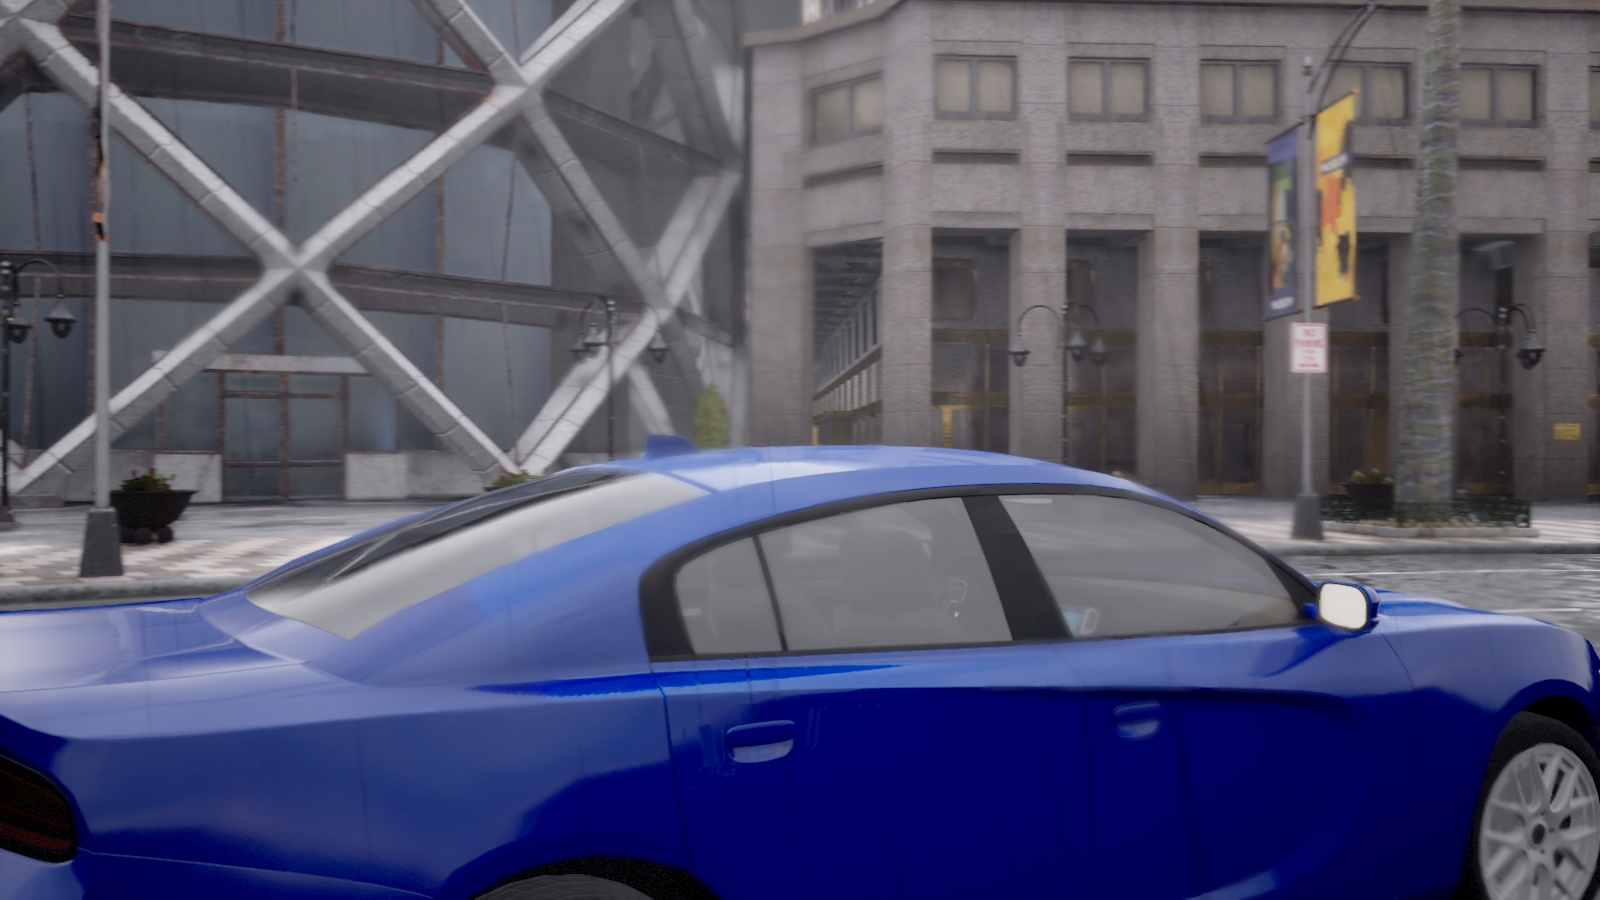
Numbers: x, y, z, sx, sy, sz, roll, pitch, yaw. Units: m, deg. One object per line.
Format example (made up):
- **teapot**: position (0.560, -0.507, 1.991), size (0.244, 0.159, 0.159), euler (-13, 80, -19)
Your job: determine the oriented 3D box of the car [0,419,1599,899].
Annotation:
- **car**: position (0.364, 0.726, 3.710), size (5.008, 1.535, 1.882), euler (0, 0, -31)
